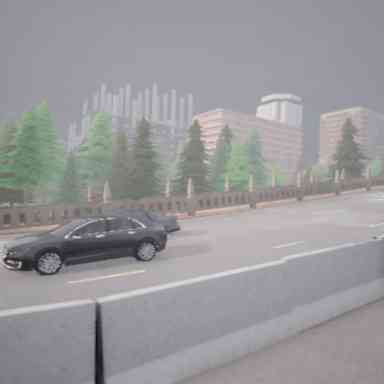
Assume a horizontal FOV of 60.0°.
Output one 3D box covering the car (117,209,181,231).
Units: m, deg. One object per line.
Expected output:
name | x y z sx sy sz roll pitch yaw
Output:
car | -3.087 1.476 14.645 5.357 1.411 2.033 -1 1 -35

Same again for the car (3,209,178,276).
car | -3.089 1.478 10.360 4.892 1.490 1.837 -1 1 -35
